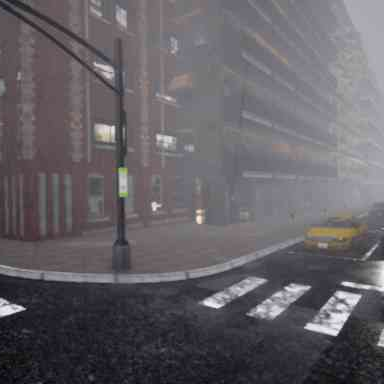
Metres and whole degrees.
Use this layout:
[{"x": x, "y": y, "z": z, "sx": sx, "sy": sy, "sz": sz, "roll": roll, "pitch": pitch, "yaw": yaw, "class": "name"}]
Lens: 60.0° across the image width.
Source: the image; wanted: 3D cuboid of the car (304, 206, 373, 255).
[{"x": 5.855, "y": 1.505, "z": 13.367, "sx": 1.752, "sy": 1.417, "sz": 4.829, "roll": -1, "pitch": -1, "yaw": 35, "class": "car"}]

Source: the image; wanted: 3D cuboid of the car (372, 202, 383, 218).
[{"x": 15.731, "y": 1.495, "z": 27.405, "sx": 1.887, "sy": 1.381, "sz": 4.507, "roll": -1, "pitch": -1, "yaw": 35, "class": "car"}]

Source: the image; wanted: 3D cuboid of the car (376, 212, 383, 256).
[{"x": 8.110, "y": 1.542, "z": 12.047, "sx": 1.994, "sy": 1.385, "sz": 4.181, "roll": 0, "pitch": 0, "yaw": 35, "class": "car"}]
